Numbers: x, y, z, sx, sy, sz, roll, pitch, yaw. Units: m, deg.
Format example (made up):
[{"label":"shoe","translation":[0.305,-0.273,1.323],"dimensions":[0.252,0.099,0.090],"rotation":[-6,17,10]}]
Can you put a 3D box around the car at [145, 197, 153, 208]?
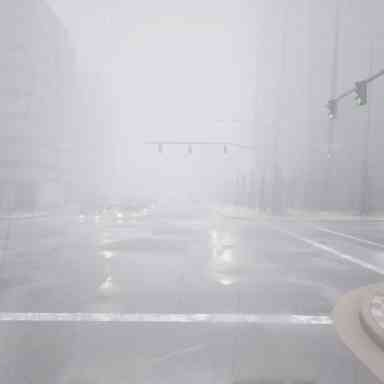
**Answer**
[{"label":"car","translation":[-7.027,1.526,47.064],"dimensions":[1.812,1.442,4.674],"rotation":[0,0,0]}]

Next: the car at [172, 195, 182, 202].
[{"label":"car","translation":[-3.390,1.494,76.002],"dimensions":[2.128,1.511,4.902],"rotation":[0,0,0]}]

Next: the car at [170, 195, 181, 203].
[{"label":"car","translation":[-3.404,1.505,66.674],"dimensions":[1.837,1.490,4.892],"rotation":[0,0,0]}]

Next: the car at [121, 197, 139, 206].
[{"label":"car","translation":[-10.501,1.547,56.771],"dimensions":[2.033,1.411,5.357],"rotation":[0,0,0]}]

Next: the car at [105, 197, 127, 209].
[{"label":"car","translation":[-10.531,1.477,46.438],"dimensions":[1.882,1.535,5.008],"rotation":[0,0,0]}]

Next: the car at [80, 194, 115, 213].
[{"label":"car","translation":[-10.546,1.221,36.736],"dimensions":[2.150,2.045,5.566],"rotation":[0,0,0]}]

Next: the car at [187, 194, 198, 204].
[{"label":"car","translation":[0.096,1.547,66.100],"dimensions":[2.033,1.411,5.357],"rotation":[0,0,0]}]

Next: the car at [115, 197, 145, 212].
[{"label":"car","translation":[-7.045,1.352,38.080],"dimensions":[2.097,1.767,4.553],"rotation":[0,0,0]}]

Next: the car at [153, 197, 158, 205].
[{"label":"car","translation":[-7.001,1.564,56.943],"dimensions":[1.994,1.385,4.181],"rotation":[0,0,0]}]
